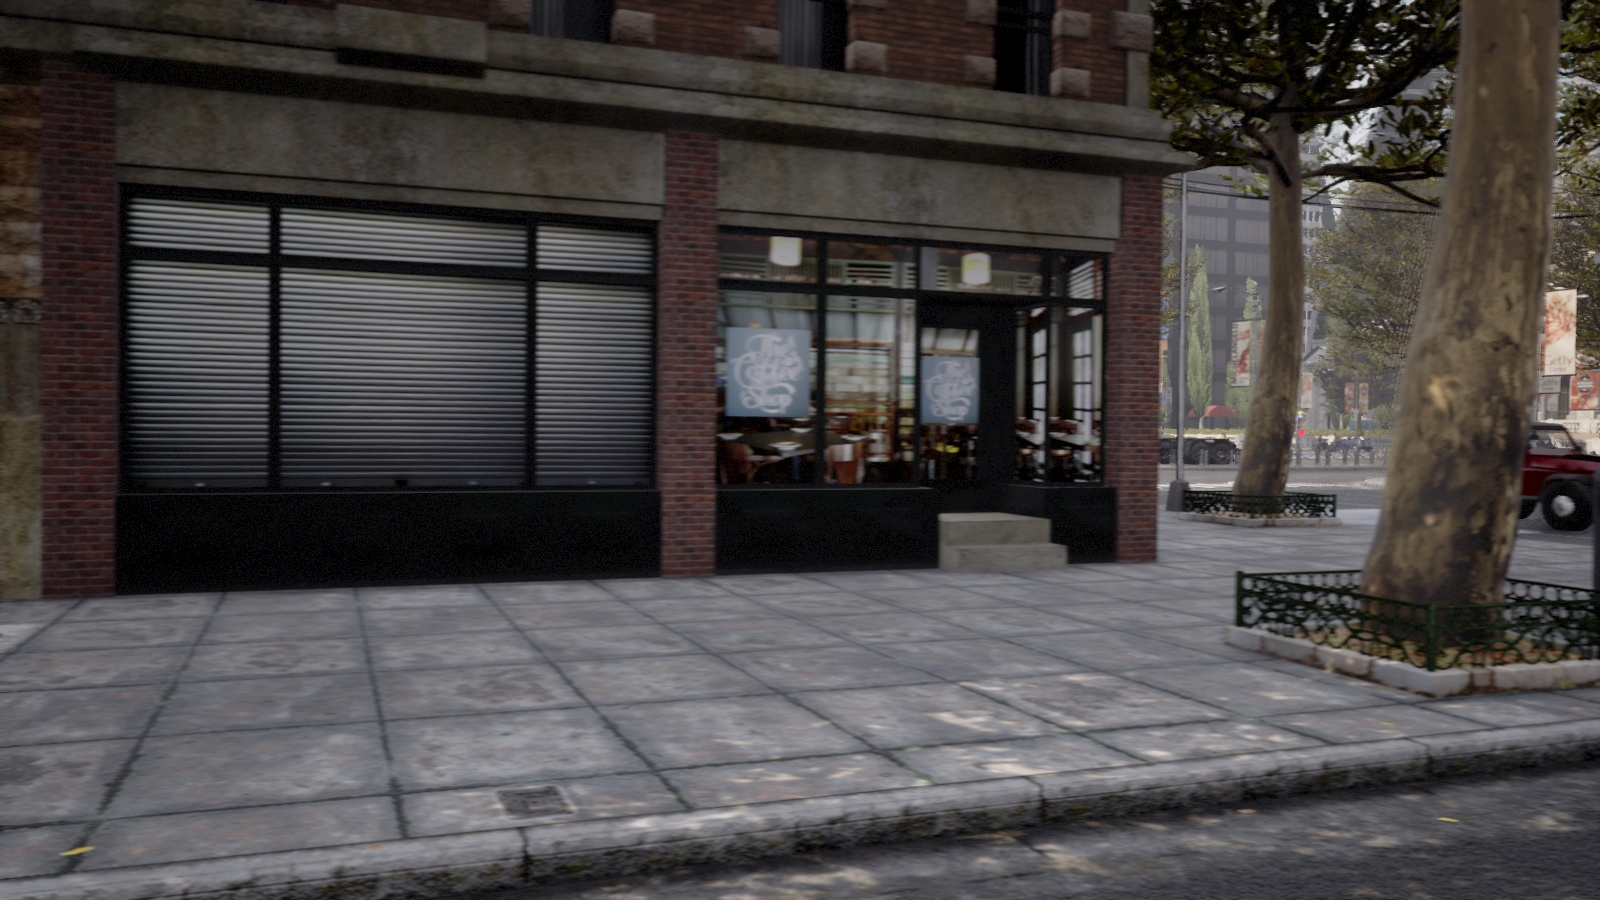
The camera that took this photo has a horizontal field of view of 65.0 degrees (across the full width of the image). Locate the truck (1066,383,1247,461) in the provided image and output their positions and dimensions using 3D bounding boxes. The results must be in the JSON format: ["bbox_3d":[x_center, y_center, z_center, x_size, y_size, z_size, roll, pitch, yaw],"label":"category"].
[{"bbox_3d":[16.656,-1.330,58.716,7.936,3.462,2.891,-1,1,-20],"label":"truck"}]

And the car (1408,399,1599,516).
[{"bbox_3d":[13.011,0.087,22.116,1.905,1.878,3.866,-1,1,-22],"label":"car"}]
